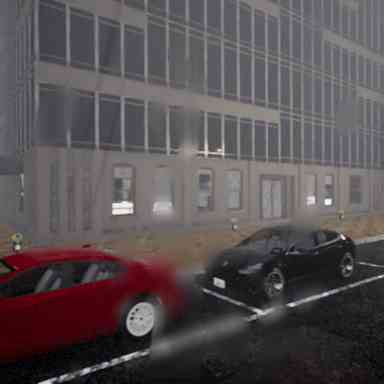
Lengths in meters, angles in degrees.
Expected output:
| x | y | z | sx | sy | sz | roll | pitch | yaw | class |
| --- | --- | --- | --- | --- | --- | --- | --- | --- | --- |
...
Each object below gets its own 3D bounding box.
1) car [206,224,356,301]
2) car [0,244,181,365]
| x | y | z | sx | sy | sz | roll | pitch | yaw | class |
| --- | --- | --- | --- | --- | --- | --- | --- | --- | --- |
| 2.344 | 1.514 | 8.235 | 4.313 | 1.339 | 1.947 | -1 | 0 | -36 | car |
| -2.288 | 1.538 | 4.926 | 4.507 | 1.381 | 1.887 | -1 | 0 | -36 | car |
